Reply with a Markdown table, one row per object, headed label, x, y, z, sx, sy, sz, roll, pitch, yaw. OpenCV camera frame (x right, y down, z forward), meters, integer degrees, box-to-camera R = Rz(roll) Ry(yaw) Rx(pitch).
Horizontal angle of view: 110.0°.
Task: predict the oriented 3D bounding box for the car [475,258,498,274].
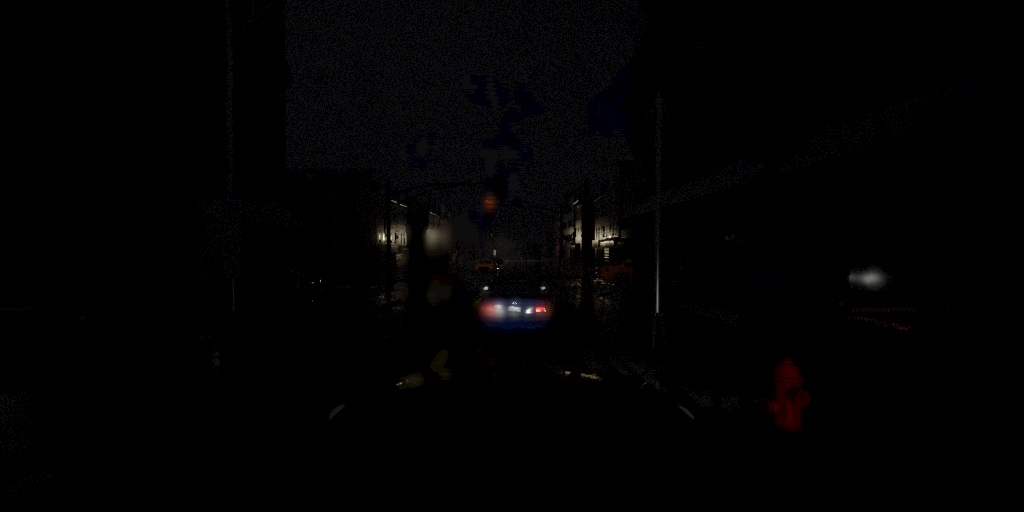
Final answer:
| label | x | y | z | sx | sy | sz | roll | pitch | yaw |
| --- | --- | --- | --- | --- | --- | --- | --- | --- | --- |
| car | -2.851 | 1.083 | 38.702 | 1.882 | 1.535 | 5.008 | 0 | 1 | 0 |

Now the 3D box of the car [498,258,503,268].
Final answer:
| label | x | y | z | sx | sy | sz | roll | pitch | yaw |
| --- | --- | --- | --- | --- | --- | --- | --- | --- | --- |
| car | -2.849 | 0.996 | 55.418 | 1.837 | 1.490 | 4.892 | 0 | 0 | 0 |

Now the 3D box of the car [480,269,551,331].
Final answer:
| label | x | y | z | sx | sy | sz | roll | pitch | yaw |
| --- | --- | --- | --- | --- | --- | --- | --- | --- | --- |
| car | 0.088 | 1.286 | 10.842 | 2.033 | 1.411 | 5.357 | 0 | 0 | 0 |

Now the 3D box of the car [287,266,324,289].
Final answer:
| label | x | y | z | sx | sy | sz | roll | pitch | yaw |
| --- | --- | --- | --- | --- | --- | --- | --- | --- | --- |
| car | -14.800 | 1.378 | 23.102 | 4.892 | 1.490 | 1.837 | 0 | 1 | -2 |

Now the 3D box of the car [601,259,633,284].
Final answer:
| label | x | y | z | sx | sy | sz | roll | pitch | yaw |
| --- | --- | --- | --- | --- | --- | --- | --- | --- | --- |
| car | 8.311 | 0.965 | 23.188 | 5.008 | 1.535 | 1.882 | -2 | 1 | 3 |
